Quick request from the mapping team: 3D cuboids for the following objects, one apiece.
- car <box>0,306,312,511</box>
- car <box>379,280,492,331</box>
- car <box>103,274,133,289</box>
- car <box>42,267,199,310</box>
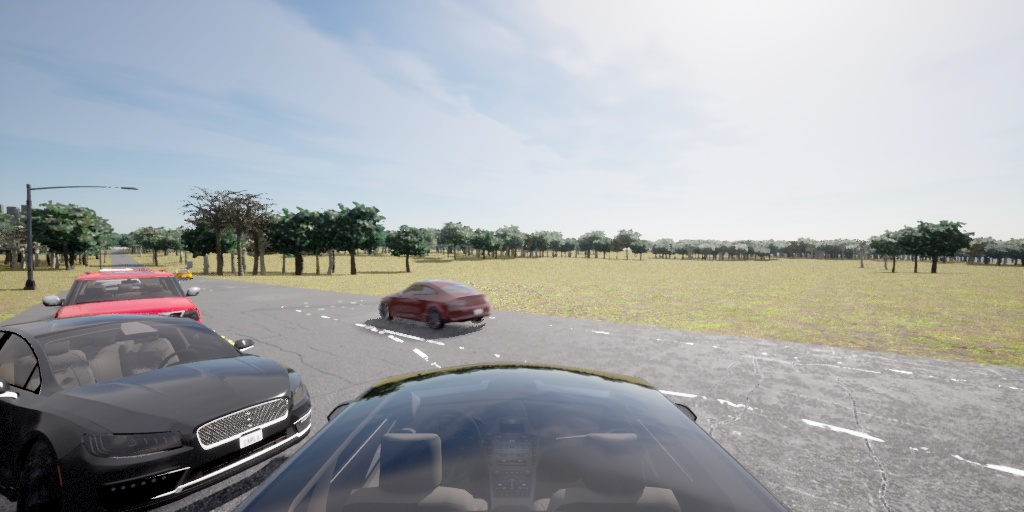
[{"bbox_3d":[-4.502,1.445,4.019,4.892,1.490,1.837,-3,-3,22],"label":"car"},{"bbox_3d":[-2.709,1.543,12.218,4.674,1.442,1.812,-2,0,42],"label":"car"},{"bbox_3d":[-41.657,2.666,37.965,1.895,1.301,4.718,-1,0,-45],"label":"car"},{"bbox_3d":[-9.341,1.385,8.740,5.566,2.045,2.150,-2,0,42],"label":"car"}]
